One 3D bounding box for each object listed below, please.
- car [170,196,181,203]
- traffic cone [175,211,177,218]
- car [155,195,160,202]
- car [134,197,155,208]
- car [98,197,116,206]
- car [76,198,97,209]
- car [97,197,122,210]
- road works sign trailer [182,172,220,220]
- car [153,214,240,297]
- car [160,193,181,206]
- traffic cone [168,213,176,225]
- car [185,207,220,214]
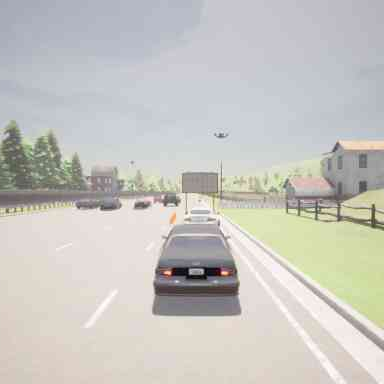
[{"bbox_3d":[-3.315,1.564,68.522,1.994,1.385,4.181,0,0,0],"label":"car"},{"bbox_3d":[-1.456,1.955,25.127,0.340,0.580,0.340,0,0,0],"label":"traffic cone"},{"bbox_3d":[-6.752,1.354,67.284,2.097,1.767,4.553,0,0,-4],"label":"car"},{"bbox_3d":[-6.840,1.600,46.858,1.895,1.301,4.718,0,0,0],"label":"car"},{"bbox_3d":[-13.832,1.564,54.390,1.994,1.385,4.181,0,0,0],"label":"car"},{"bbox_3d":[-13.825,1.547,44.175,2.033,1.411,5.357,0,0,-1],"label":"car"},{"bbox_3d":[-10.346,1.563,42.793,1.994,1.385,4.181,0,0,0],"label":"car"},{"bbox_3d":[0.514,0.464,22.047,2.380,3.560,2.880,0,0,-4],"label":"road works sign trailer"},{"bbox_3d":[0.108,1.547,8.770,2.033,1.411,5.357,0,0,1],"label":"car"},{"bbox_3d":[-3.334,1.221,53.307,2.150,2.045,5.566,0,0,0],"label":"car"},{"bbox_3d":[-1.459,1.955,23.127,0.340,0.580,0.340,0,0,0],"label":"traffic cone"},{"bbox_3d":[0.561,1.538,18.434,1.812,1.442,4.674,0,-1,5],"label":"car"}]
